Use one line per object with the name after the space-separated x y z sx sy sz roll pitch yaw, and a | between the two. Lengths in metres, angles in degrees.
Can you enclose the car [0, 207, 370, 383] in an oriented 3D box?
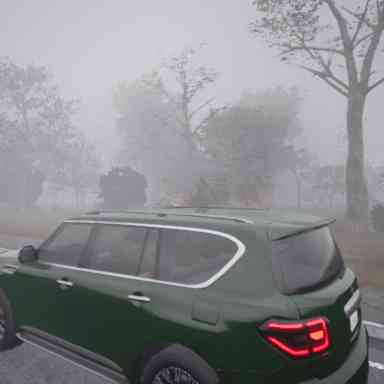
-0.739 1.222 4.519 5.566 2.045 2.150 0 0 36 | car
